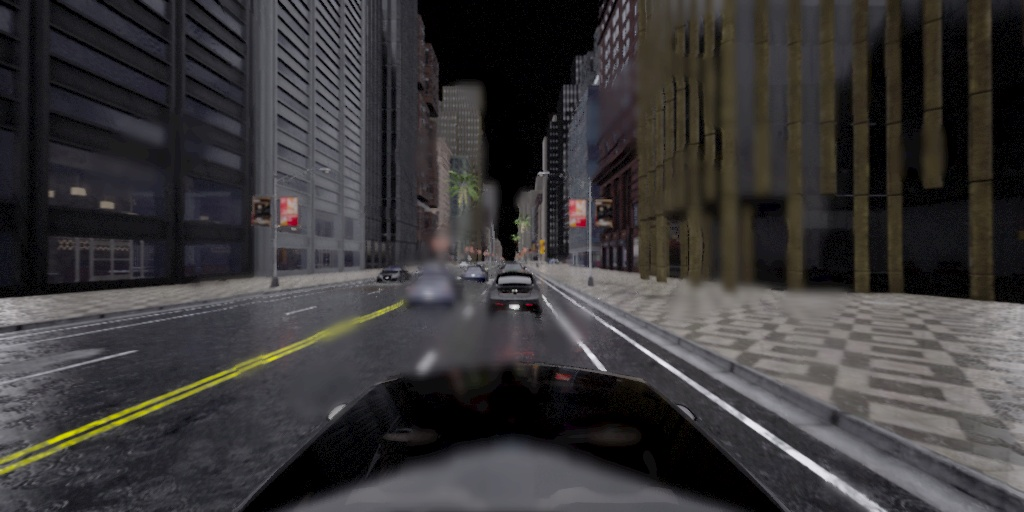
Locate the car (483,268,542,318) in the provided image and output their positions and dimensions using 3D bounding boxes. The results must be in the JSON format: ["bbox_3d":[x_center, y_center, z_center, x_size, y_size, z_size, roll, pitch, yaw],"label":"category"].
[{"bbox_3d":[0.096,1.351,13.533,1.837,1.490,4.892,0,0,0],"label":"car"}]

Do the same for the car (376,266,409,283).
[{"bbox_3d":[-9.844,1.546,30.267,1.994,1.385,4.181,0,0,0],"label":"car"}]

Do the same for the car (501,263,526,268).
[{"bbox_3d":[0.100,1.335,30.353,2.097,1.767,4.553,0,0,0],"label":"car"}]

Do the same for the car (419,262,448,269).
[{"bbox_3d":[-6.594,1.333,30.098,2.097,1.767,4.553,0,0,0],"label":"car"}]

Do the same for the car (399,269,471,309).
[{"bbox_3d":[-3.151,1.427,15.584,1.994,1.385,4.181,0,0,0],"label":"car"}]

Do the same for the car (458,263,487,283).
[{"bbox_3d":[-3.149,1.554,31.194,1.994,1.385,4.181,0,0,0],"label":"car"}]
